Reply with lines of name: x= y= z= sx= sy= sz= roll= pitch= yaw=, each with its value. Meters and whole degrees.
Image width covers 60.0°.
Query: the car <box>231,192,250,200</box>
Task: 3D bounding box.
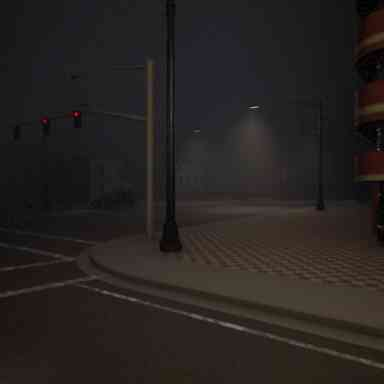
car: x=9.307 y=0.698 z=63.096 sx=1.837 sy=1.490 sz=4.892 roll=0 pitch=0 yaw=37

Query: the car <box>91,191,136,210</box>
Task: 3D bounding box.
car: x=-8.944 y=0.931 z=38.578 sx=2.150 sy=2.045 sz=5.566 roll=0 pitch=1 yaw=37
